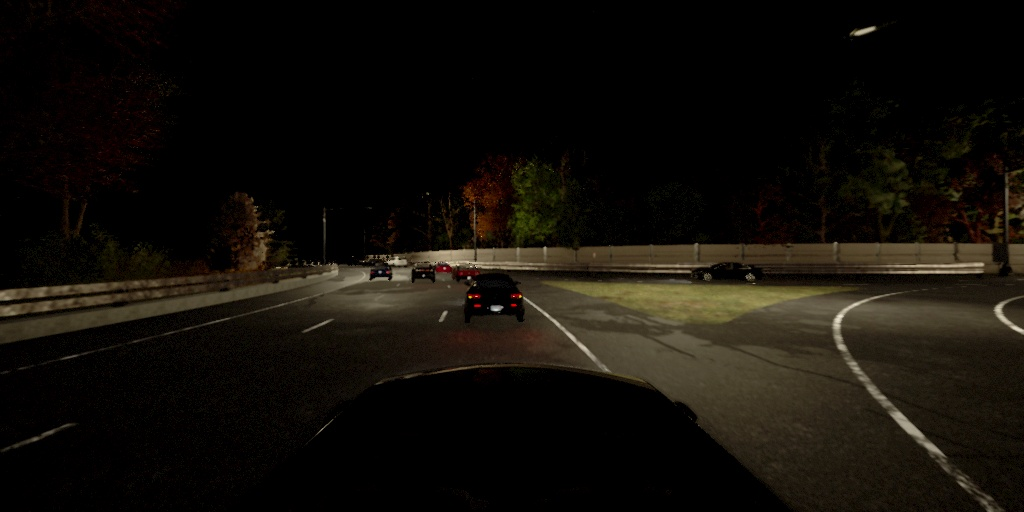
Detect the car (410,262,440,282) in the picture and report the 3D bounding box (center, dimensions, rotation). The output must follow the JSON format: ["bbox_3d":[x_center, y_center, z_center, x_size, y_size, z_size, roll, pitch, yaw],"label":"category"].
[{"bbox_3d":[-7.505,1.336,30.153,2.128,1.511,4.902,0,0,-16],"label":"car"}]

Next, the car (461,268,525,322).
[{"bbox_3d":[-0.670,1.303,12.357,1.812,1.442,4.674,0,0,-6],"label":"car"}]

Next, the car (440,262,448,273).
[{"bbox_3d":[-8.745,1.447,44.313,1.994,1.385,4.181,0,0,-22],"label":"car"}]

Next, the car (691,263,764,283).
[{"bbox_3d":[16.718,1.261,28.012,4.892,1.490,1.837,0,0,17],"label":"car"}]

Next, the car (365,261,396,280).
[{"bbox_3d":[-11.869,1.413,32.642,2.033,1.411,5.357,0,0,-17],"label":"car"}]

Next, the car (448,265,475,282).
[{"bbox_3d":[-3.954,1.433,30.166,1.895,1.301,4.718,0,0,-15],"label":"car"}]
